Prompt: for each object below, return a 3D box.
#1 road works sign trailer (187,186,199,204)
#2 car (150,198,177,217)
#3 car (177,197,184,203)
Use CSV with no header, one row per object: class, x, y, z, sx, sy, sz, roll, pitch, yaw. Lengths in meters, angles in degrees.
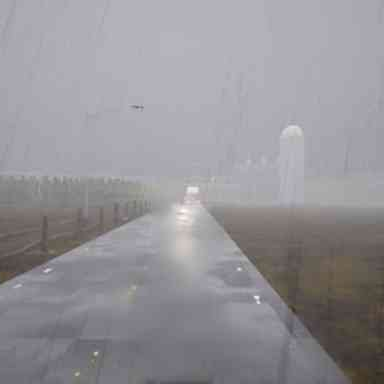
road works sign trailer,0.195,0.679,66.944,2.380,3.560,2.880,0,0,-4
car,-2.844,1.570,32.026,2.033,1.411,5.357,0,0,0
car,-2.744,1.773,73.752,2.033,1.411,5.357,0,0,0
